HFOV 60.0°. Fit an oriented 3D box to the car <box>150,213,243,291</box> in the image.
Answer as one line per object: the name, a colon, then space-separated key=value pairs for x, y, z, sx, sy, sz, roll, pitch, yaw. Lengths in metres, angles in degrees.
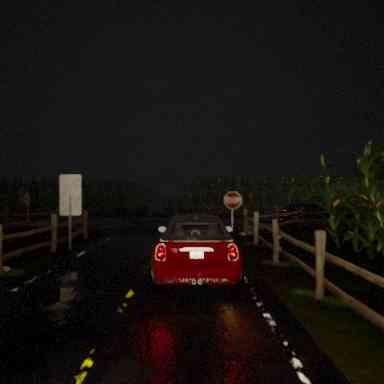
car: x=0.103 y=1.391 z=9.310 sx=2.097 sy=1.767 sz=4.553 roll=0 pitch=0 yaw=0

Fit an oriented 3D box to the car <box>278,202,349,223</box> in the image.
car: x=9.003 y=1.547 z=25.487 sx=4.892 sy=1.490 sz=1.837 roll=0 pitch=-2 yaw=-6

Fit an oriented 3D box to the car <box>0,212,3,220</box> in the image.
car: x=-17.289 y=1.839 z=25.602 sx=4.718 sy=1.301 sz=1.895 roll=0 pitch=0 yaw=0

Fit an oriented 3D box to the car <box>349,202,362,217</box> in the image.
car: x=13.260 y=1.569 z=28.507 sx=4.181 sy=1.385 sz=1.994 roll=0 pitch=0 yaw=0
